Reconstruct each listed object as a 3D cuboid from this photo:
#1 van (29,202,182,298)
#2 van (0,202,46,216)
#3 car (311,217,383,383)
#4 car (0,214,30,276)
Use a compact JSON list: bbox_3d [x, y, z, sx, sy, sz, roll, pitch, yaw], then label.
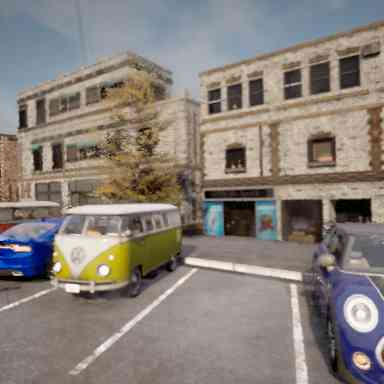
[{"bbox_3d":[-1.695,1.304,8.532,1.878,1.987,4.442,0,-1,15],"label":"van"},{"bbox_3d":[-6.419,1.357,12.164,1.878,1.987,4.442,0,-1,16],"label":"van"},{"bbox_3d":[3.120,1.364,5.265,2.185,1.767,4.553,0,-1,16],"label":"car"},{"bbox_3d":[-4.062,1.555,10.339,2.097,1.535,5.008,0,-1,16],"label":"car"}]
